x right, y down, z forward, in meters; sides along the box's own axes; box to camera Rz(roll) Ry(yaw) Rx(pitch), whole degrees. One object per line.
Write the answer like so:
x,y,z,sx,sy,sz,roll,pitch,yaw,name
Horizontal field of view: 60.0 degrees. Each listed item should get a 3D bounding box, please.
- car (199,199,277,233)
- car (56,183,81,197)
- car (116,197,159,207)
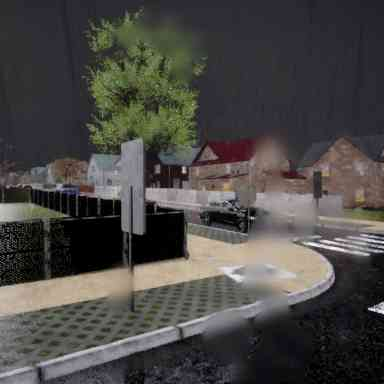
2.270,1.138,17.418,2.128,1.511,4.902,0,2,-33,car
-16.704,-0.132,44.731,2.150,2.045,5.566,0,1,-35,car
-4.536,0.884,27.239,1.895,1.301,4.718,0,2,-35,car
